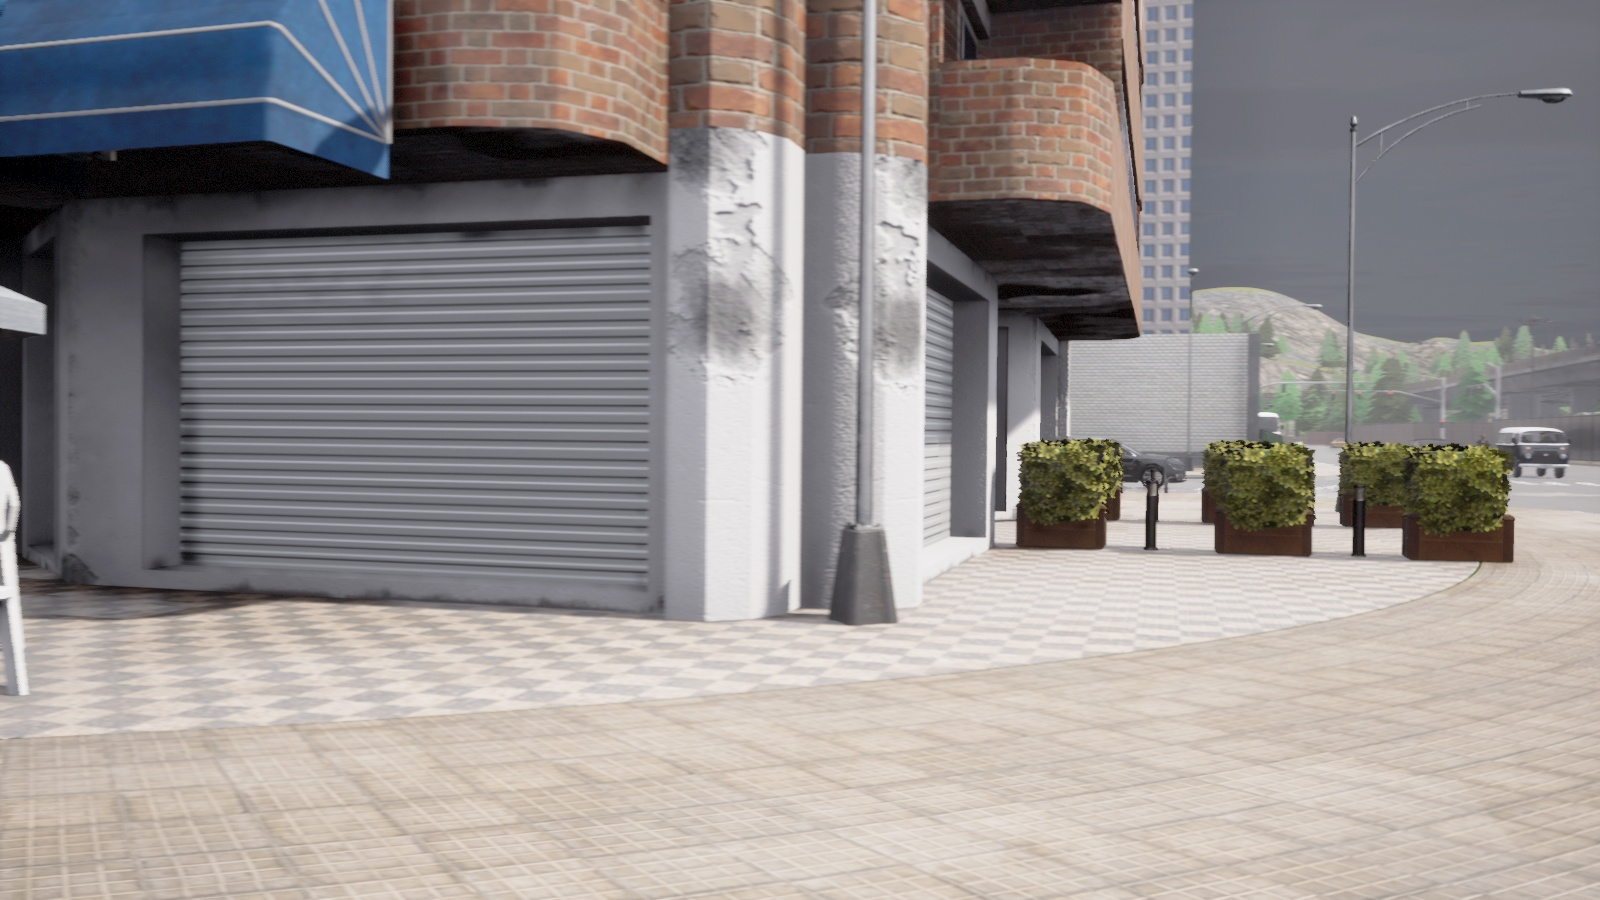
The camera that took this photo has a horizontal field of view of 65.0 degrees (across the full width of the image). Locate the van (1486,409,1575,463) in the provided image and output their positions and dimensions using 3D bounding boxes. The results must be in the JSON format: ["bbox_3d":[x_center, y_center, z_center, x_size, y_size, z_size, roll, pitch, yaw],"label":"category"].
[{"bbox_3d":[29.459,-0.555,50.812,2.069,2.038,4.480,0,0,16],"label":"van"}]

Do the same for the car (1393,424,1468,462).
[{"bbox_3d":[26.320,-0.325,52.557,2.007,1.525,4.514,0,1,16],"label":"car"}]

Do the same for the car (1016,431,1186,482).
[{"bbox_3d":[9.120,0.198,38.022,4.892,1.490,1.837,0,1,16],"label":"car"}]
